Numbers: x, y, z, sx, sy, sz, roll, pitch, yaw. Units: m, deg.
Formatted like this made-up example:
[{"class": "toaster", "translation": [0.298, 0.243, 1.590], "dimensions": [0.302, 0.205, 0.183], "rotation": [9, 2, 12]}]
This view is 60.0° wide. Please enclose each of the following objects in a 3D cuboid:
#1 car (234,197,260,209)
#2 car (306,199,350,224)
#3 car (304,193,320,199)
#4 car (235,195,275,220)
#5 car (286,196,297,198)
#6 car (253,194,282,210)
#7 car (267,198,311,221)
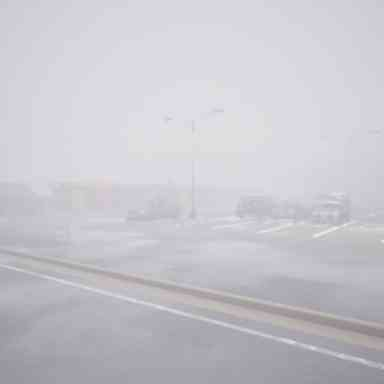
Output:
[{"class": "car", "translation": [7.322, 1.386, 44.041], "dimensions": [1.784, 1.438, 3.905], "rotation": [0, 0, 36]}, {"class": "car", "translation": [9.855, 1.439, 23.606], "dimensions": [1.970, 1.475, 3.806], "rotation": [0, 0, 36]}, {"class": "car", "translation": [19.881, 1.180, 56.501], "dimensions": [1.905, 1.878, 3.866], "rotation": [0, 0, 36]}, {"class": "car", "translation": [5.305, 1.189, 26.834], "dimensions": [1.932, 1.855, 4.605], "rotation": [0, 0, 36]}, {"class": "car", "translation": [17.541, 1.415, 58.207], "dimensions": [1.970, 1.475, 3.806], "rotation": [0, 0, 36]}, {"class": "car", "translation": [9.632, 1.179, 42.291], "dimensions": [1.932, 1.855, 4.605], "rotation": [0, 0, 36]}, {"class": "car", "translation": [7.509, 1.404, 25.303], "dimensions": [1.784, 1.438, 3.905], "rotation": [0, 0, 36]}]
